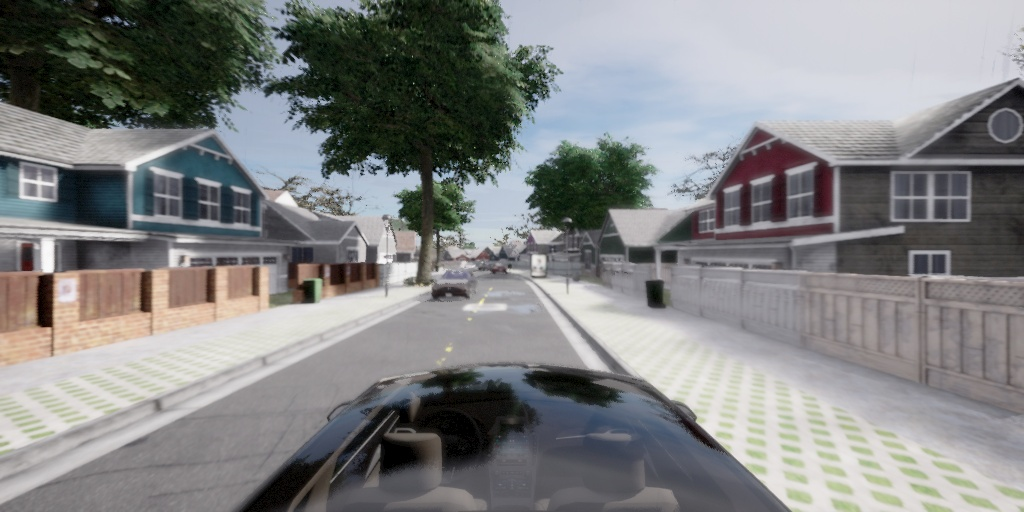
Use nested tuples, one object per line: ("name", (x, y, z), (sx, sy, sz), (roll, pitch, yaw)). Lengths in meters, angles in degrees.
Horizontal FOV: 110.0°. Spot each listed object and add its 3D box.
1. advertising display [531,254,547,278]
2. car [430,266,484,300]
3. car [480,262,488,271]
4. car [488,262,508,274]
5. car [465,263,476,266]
("advertising display", (2.617, 1.048, 35.100), (1.540, 2.440, 0.280), (0, 0, -4))
("car", (-2.863, 1.429, 18.945), (2.033, 1.411, 5.357), (0, 0, 0))
("car", (-4.560, 1.847, 63.543), (2.128, 1.511, 4.902), (0, -1, -17))
("car", (-1.829, 1.703, 49.073), (1.812, 1.442, 4.674), (0, -1, -9))
("car", (-7.086, 1.860, 60.630), (1.812, 1.442, 4.674), (0, -1, -12))
